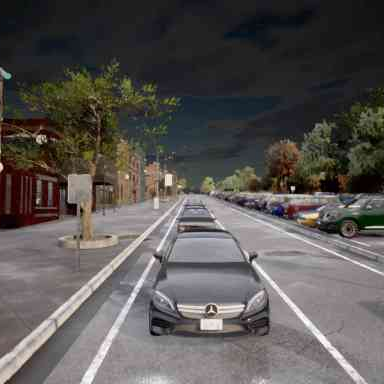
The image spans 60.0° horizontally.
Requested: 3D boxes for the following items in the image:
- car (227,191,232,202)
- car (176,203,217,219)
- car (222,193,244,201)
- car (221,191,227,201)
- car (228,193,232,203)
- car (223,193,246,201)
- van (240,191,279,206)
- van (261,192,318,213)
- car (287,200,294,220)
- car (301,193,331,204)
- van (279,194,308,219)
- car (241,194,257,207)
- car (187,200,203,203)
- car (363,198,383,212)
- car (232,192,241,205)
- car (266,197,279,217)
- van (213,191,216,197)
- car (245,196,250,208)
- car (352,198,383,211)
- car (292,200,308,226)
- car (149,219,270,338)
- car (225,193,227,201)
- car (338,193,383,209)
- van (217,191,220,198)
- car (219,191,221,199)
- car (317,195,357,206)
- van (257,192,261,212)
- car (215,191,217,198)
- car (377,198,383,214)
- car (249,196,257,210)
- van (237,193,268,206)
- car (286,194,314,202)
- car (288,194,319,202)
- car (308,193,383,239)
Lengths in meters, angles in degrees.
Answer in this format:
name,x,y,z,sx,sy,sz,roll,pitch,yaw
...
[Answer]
name,x,y,z,sx,sy,sz,roll,pitch,yaw
car,9.051,1.139,59.068,4.553,1.767,2.185,0,1,0
car,0.204,1.532,17.391,2.033,1.411,5.357,0,0,0
car,8.898,1.014,73.084,4.553,1.767,2.185,0,1,0
car,8.955,0.963,64.673,5.566,2.045,2.435,0,1,0
car,9.032,1.291,56.266,4.892,1.521,2.231,0,1,0
car,8.916,1.039,70.280,4.553,1.767,2.185,0,1,0
van,9.227,1.163,45.054,4.442,1.987,1.878,0,0,0
van,9.084,1.230,31.031,4.442,1.987,1.878,0,0,0
car,9.258,1.506,22.618,4.674,1.452,2.002,0,0,0
car,22.127,1.136,59.607,4.553,1.767,2.185,0,1,0
van,9.354,1.237,25.422,4.442,1.987,1.878,0,0,0
car,9.135,1.409,42.247,4.892,1.521,2.231,0,0,0
car,0.239,1.442,29.838,2.128,1.511,4.902,0,0,0
car,22.210,1.469,37.394,4.792,1.488,2.163,0,0,0
car,9.064,1.113,47.853,5.566,2.045,2.435,0,1,0
car,9.213,1.460,28.225,5.008,1.535,2.097,0,0,0
van,8.704,0.764,89.901,4.442,1.987,1.878,0,1,0
car,9.144,1.466,39.445,4.674,1.452,2.002,0,0,0
car,22.250,1.452,40.178,4.792,1.488,2.163,0,0,0
car,9.088,1.466,19.814,5.366,1.575,1.946,0,0,0
car,0.257,1.524,6.812,1.812,1.442,4.674,0,0,0
car,8.999,1.280,61.873,4.674,1.452,2.002,0,1,0
car,22.175,1.153,42.950,5.566,2.045,2.435,0,0,0
van,8.777,0.864,78.688,4.442,1.987,1.878,0,1,0
car,8.937,0.938,67.476,5.566,2.045,2.435,0,1,0
car,22.336,1.332,51.281,5.366,1.575,1.946,0,1,0
van,9.299,1.222,33.834,4.442,1.987,1.878,0,0,0
car,8.870,1.065,81.494,5.008,1.535,2.097,0,1,0
car,22.442,1.444,34.624,5.366,1.575,1.946,0,0,0
car,9.194,1.470,36.637,4.792,1.488,2.163,0,0,0
van,9.191,1.114,50.658,4.442,1.987,1.878,0,1,0
car,22.048,1.188,67.934,4.892,1.521,2.231,0,1,0
car,21.875,1.209,65.157,5.366,1.575,1.946,0,0,0
car,9.263,1.221,17.011,5.566,2.045,2.435,0,0,0
